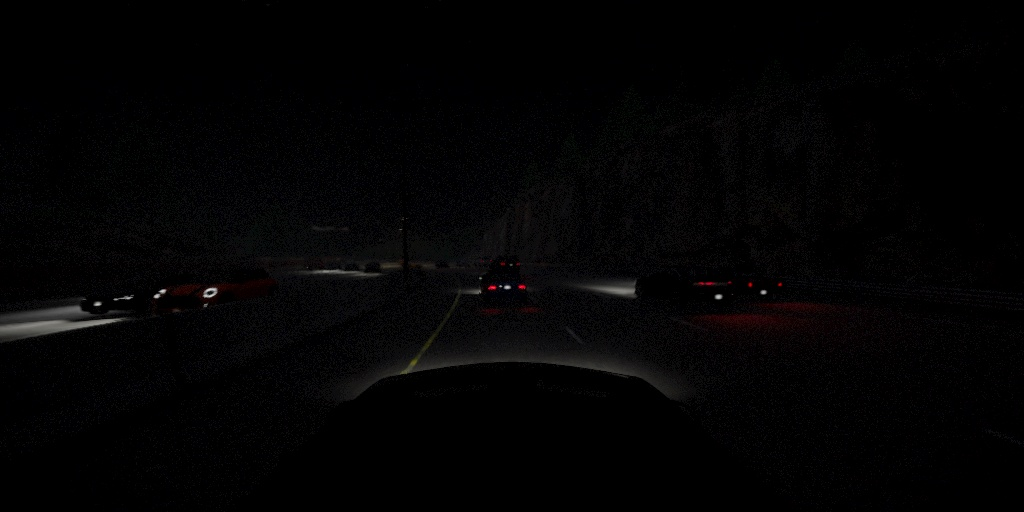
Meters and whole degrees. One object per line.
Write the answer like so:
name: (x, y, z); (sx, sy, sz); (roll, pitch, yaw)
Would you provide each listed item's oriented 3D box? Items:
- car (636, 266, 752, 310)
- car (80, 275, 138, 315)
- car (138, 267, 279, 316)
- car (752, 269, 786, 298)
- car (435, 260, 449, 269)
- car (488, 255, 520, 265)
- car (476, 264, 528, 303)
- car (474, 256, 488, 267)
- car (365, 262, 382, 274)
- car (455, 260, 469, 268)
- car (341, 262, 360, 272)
car: (6.611, 1.138, 14.255); (2.128, 1.511, 4.902); (-1, 0, -5)
car: (-14.908, 1.474, 15.080); (1.837, 1.490, 4.892); (-1, 0, -6)
car: (-11.314, 1.267, 14.096); (2.097, 1.767, 4.553); (-1, 0, -5)
car: (10.017, 1.197, 16.807); (1.895, 1.301, 4.718); (-1, 0, -6)
car: (-12.374, 1.440, 63.116); (1.812, 1.442, 4.674); (-1, 0, -19)
car: (-0.724, 0.970, 37.648); (2.150, 2.045, 5.566); (-1, 0, -14)
car: (-0.493, 1.300, 16.717); (2.033, 1.411, 5.357); (-1, 0, -7)
car: (-5.157, 1.028, 63.734); (2.150, 2.045, 5.566); (-1, 0, -20)
car: (-18.257, 1.485, 47.227); (1.882, 1.535, 5.008); (-1, 0, -18)
car: (-8.794, 1.386, 63.514); (1.812, 1.442, 4.674); (-1, 0, -19)
car: (-24.760, 1.664, 55.597); (1.994, 1.385, 4.181); (-1, 0, -18)
